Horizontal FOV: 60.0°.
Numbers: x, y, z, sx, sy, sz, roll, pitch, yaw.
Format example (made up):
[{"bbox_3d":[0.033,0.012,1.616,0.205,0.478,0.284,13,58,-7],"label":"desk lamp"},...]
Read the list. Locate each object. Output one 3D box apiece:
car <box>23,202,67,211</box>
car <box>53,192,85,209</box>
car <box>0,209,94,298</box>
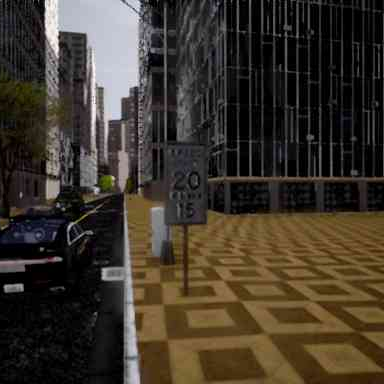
[{"bbox_3d":[-8.613,1.447,18.683,1.895,1.301,4.718,0,0,-12],"label":"car"},{"bbox_3d":[-10.723,0.991,29.052,2.150,2.045,5.566,0,0,-11],"label":"car"},{"bbox_3d":[-3.536,1.416,8.082,2.128,1.511,4.902,0,1,-12],"label":"car"}]
